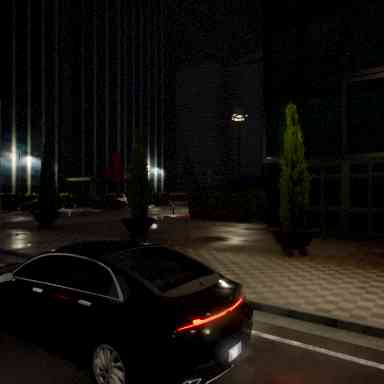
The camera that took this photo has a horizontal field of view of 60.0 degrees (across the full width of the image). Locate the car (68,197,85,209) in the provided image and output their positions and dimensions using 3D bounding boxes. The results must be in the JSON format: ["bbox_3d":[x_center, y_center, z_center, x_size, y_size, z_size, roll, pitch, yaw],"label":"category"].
[{"bbox_3d":[-15.381,1.505,45.966,1.837,1.490,4.892,0,0,35],"label":"car"}]

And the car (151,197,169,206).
[{"bbox_3d":[-5.562,1.564,53.835,1.994,1.385,4.181,0,0,35],"label":"car"}]

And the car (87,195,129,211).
[{"bbox_3d":[-9.955,1.477,41.164,1.882,1.535,5.008,0,0,35],"label":"car"}]

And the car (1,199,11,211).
[{"bbox_3d":[-21.028,1.547,37.921,2.033,1.411,5.357,0,0,35],"label":"car"}]

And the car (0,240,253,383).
[{"bbox_3d":[-1.496,1.505,5.070,4.892,1.490,1.837,0,0,36],"label":"car"}]

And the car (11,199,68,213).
[{"bbox_3d":[-17.080,1.491,37.459,2.128,1.511,4.902,0,0,35],"label":"car"}]

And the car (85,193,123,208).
[{"bbox_3d":[-11.363,1.221,45.597,2.150,2.045,5.566,0,0,35],"label":"car"}]
